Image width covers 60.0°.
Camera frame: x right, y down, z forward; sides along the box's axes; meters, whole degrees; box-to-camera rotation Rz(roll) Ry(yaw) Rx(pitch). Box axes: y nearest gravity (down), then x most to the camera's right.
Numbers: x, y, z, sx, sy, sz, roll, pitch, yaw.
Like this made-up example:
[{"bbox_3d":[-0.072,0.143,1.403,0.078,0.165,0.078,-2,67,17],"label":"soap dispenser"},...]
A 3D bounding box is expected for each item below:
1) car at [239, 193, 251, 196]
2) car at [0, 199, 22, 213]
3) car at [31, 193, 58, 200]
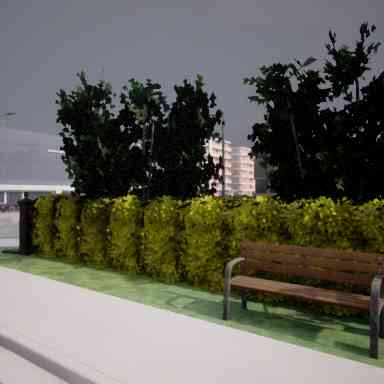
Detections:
[{"bbox_3d":[9.205,0.874,59.229,1.994,1.385,4.181,0,1,35],"label":"car"},{"bbox_3d":[-19.070,1.502,37.534,2.033,1.411,5.357,0,0,35],"label":"car"},{"bbox_3d":[-15.244,1.167,36.865,2.150,2.045,5.566,0,0,36],"label":"car"}]
